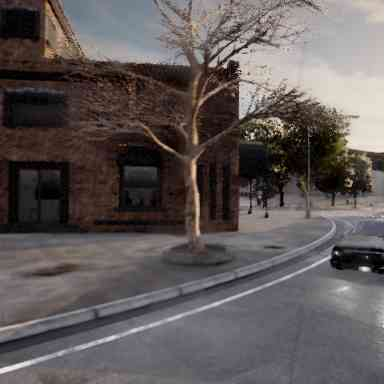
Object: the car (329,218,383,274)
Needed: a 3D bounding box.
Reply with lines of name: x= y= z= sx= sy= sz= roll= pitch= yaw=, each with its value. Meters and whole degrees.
car: x=5.981 y=1.538 z=10.401 sx=2.033 sy=1.411 sz=5.357 roll=0 pitch=0 yaw=39
